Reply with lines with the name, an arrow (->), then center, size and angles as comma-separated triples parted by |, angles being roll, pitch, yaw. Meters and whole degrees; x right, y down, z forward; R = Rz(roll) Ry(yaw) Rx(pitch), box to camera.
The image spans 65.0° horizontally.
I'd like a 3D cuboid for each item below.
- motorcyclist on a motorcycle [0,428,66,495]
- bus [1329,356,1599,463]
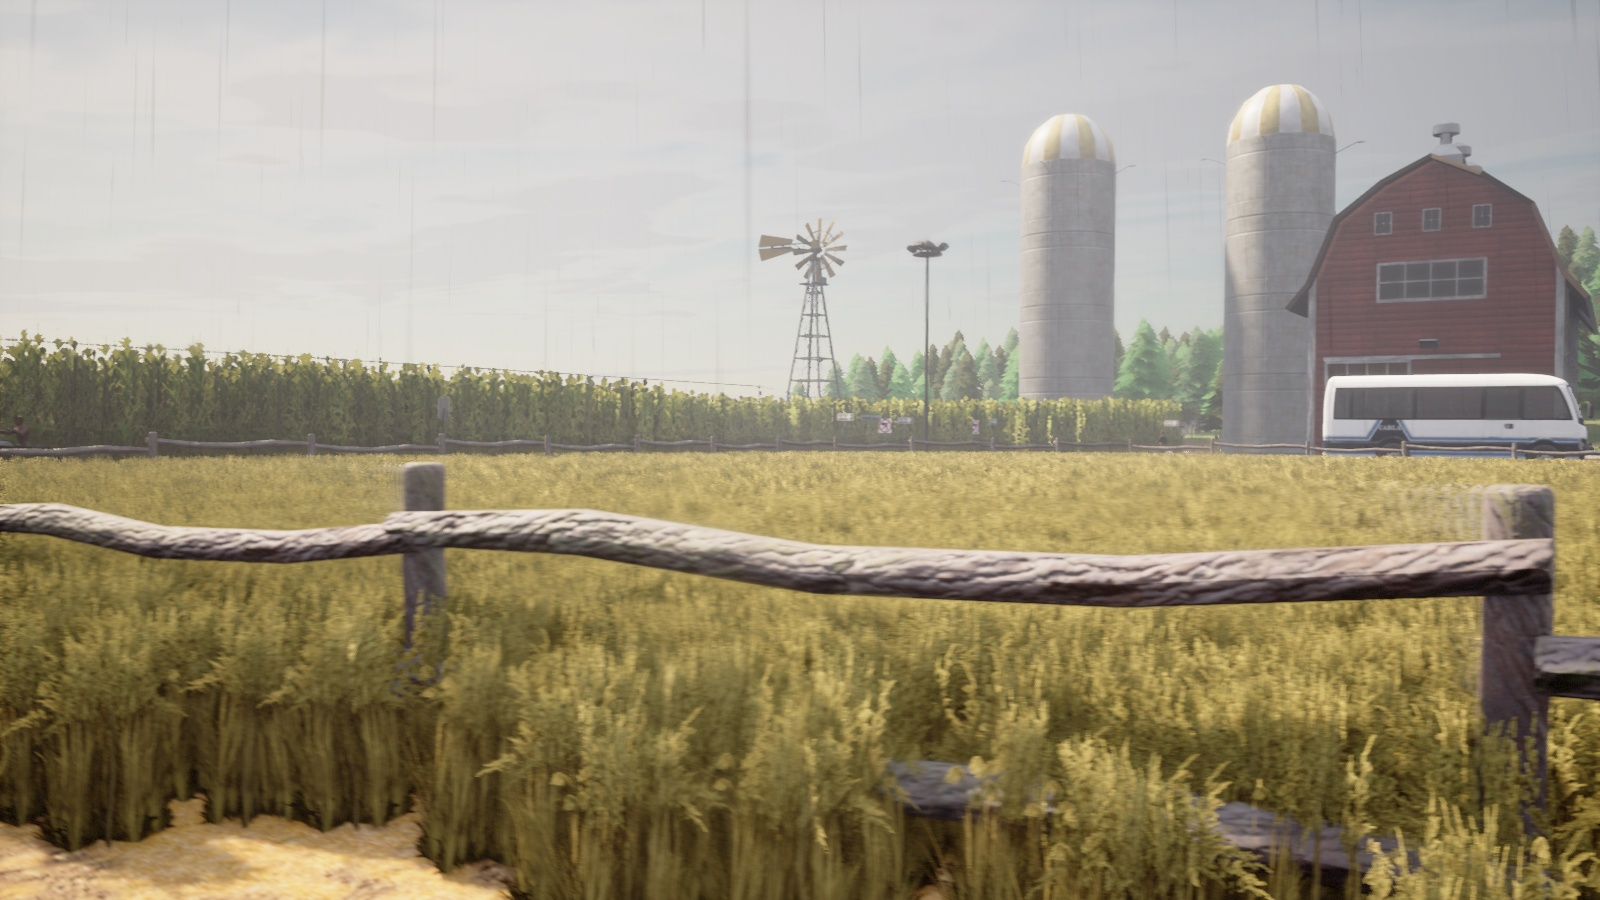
motorcyclist on a motorcycle -> -19.730, 0.287, 31.316 | 0.766, 1.649, 2.350 | 0, 1, 34
bus -> 28.576, -1.640, 54.010 | 10.273, 4.253, 3.944 | 0, 1, 31
